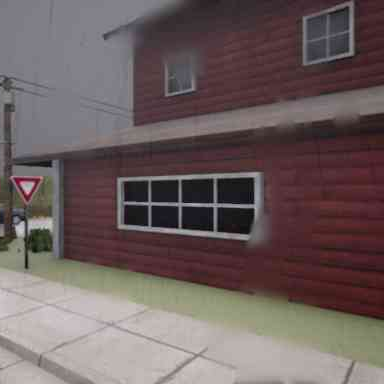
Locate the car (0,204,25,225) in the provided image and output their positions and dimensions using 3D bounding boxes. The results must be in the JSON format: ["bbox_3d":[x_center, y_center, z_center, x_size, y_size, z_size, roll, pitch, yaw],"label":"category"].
[{"bbox_3d":[-13.916,1.600,22.800,1.837,1.490,4.892,0,0,36],"label":"car"}]
